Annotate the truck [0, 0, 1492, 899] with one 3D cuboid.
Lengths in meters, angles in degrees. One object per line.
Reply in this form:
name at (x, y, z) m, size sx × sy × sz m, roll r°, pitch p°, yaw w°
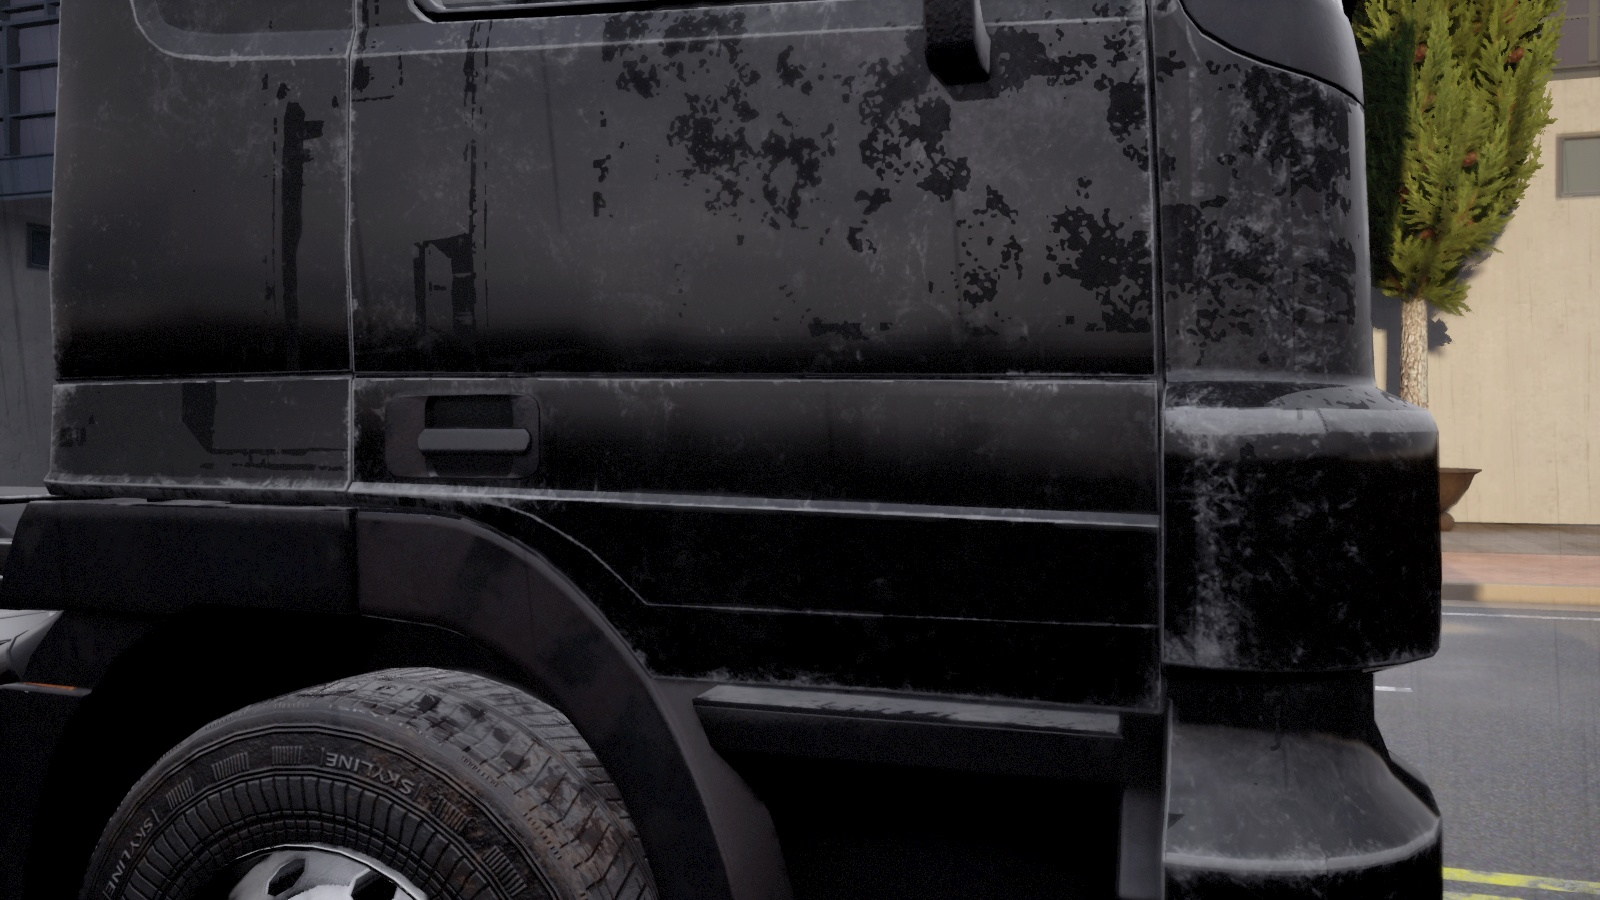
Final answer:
truck at (-2.510, -0.230, 4.057) m, size 7.936 × 3.462 × 2.891 m, roll 1°, pitch 1°, yaw 19°
